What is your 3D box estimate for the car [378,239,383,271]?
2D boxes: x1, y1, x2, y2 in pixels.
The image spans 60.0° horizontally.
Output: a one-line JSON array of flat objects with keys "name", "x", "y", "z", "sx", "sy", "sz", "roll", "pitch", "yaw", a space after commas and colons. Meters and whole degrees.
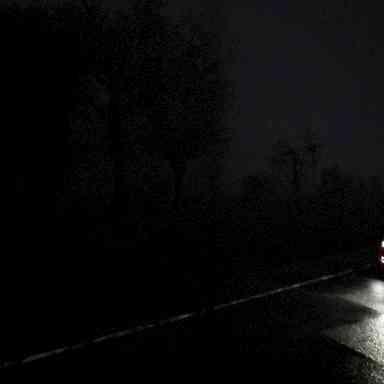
[{"name": "car", "x": 6.983, "y": 1.246, "z": 8.906, "sx": 4.553, "sy": 1.767, "sz": 2.097, "roll": -1, "pitch": 0, "yaw": -35}]
